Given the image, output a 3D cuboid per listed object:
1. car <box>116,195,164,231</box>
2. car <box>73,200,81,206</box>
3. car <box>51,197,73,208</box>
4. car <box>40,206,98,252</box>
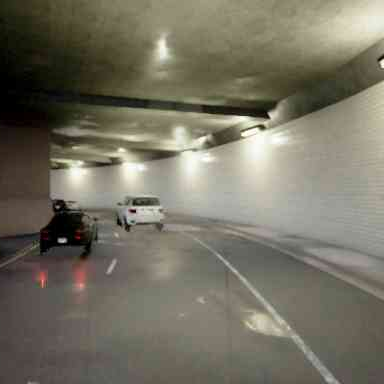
[{"bbox_3d":[-3.317,1.203,20.624,2.150,2.045,5.566,0,0,-20],"label":"car"},{"bbox_3d":[-13.856,1.525,36.615,1.812,1.442,4.674,0,0,-45],"label":"car"},{"bbox_3d":[-12.736,1.357,30.102,2.097,1.767,4.553,0,0,-37],"label":"car"},{"bbox_3d":[-5.000,1.524,13.869,1.812,1.442,4.674,0,0,-12],"label":"car"}]
